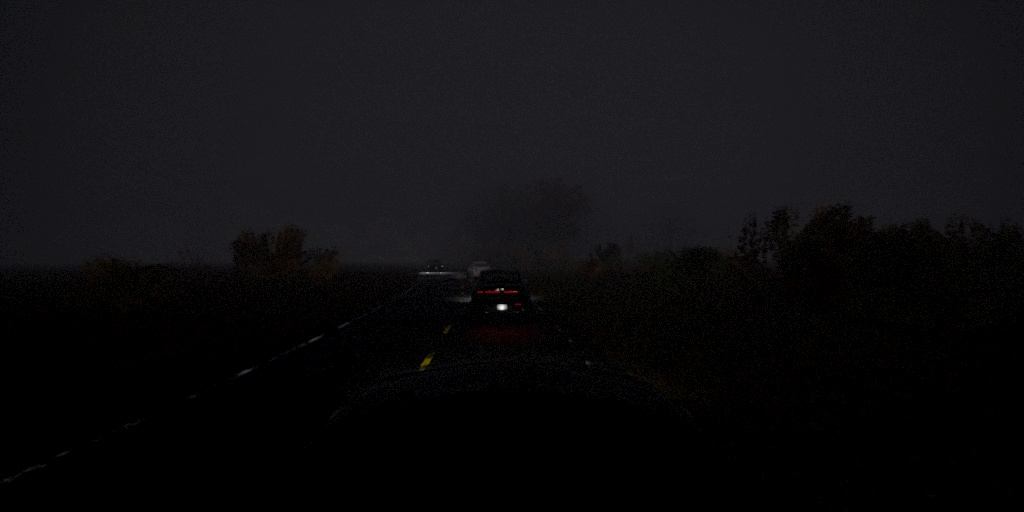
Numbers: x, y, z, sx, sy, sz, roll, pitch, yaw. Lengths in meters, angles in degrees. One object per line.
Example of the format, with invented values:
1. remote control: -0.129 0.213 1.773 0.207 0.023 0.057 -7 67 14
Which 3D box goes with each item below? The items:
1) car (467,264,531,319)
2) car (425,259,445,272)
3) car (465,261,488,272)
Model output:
1. car: -0.458 1.197 12.598 1.837 1.490 4.892 0 0 -4
2. car: -9.025 1.067 41.794 1.837 1.490 4.892 0 0 -16
3. car: -2.572 1.139 28.422 1.812 1.442 4.674 0 0 -10
